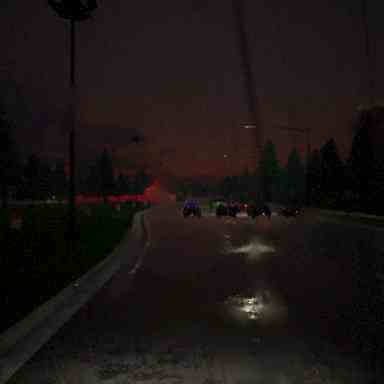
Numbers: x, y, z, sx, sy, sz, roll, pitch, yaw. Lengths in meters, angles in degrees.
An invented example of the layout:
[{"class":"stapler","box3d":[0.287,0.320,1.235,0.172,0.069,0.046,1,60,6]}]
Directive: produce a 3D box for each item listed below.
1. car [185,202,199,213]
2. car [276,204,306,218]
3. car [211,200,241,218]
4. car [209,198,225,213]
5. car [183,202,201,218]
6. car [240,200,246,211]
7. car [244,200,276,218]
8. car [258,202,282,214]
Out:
[{"class":"car","box3d":[0.011,2.080,45.498,1.812,1.442,4.674,0,-1,0]},{"class":"car","box3d":[10.508,1.996,35.344,1.994,1.385,4.181,0,-1,0]},{"class":"car","box3d":[3.508,1.918,34.929,2.128,1.511,4.902,0,-1,0]},{"class":"car","box3d":[3.510,1.775,45.378,2.150,2.045,5.566,0,-1,0]},{"class":"car","box3d":[0.008,2.033,35.376,1.895,1.301,4.718,0,-1,0]},{"class":"car","box3d":[7.011,1.905,45.405,2.097,1.767,4.553,0,-1,0]},{"class":"car","box3d":[7.008,1.932,34.929,1.837,1.490,4.892,0,-1,0]},{"class":"car","box3d":[10.510,2.101,45.344,2.033,1.411,5.357,0,-1,0]}]
